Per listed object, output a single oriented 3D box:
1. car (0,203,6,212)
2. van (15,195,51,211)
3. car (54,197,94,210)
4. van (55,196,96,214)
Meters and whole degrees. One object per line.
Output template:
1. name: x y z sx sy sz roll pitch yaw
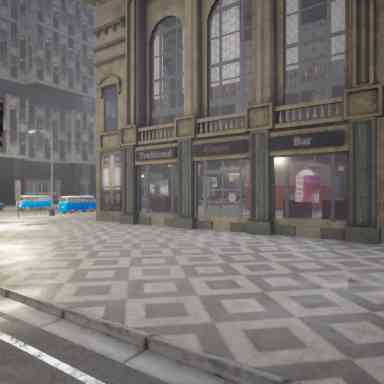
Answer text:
1. car: -21.822 1.513 34.529 2.008 1.369 4.403 0 0 36
2. van: -18.550 1.292 39.097 1.690 1.788 3.998 0 0 36
3. car: -15.378 1.466 43.526 1.752 1.417 4.829 0 0 36
4. van: -11.619 1.282 34.134 1.690 1.788 3.998 0 0 36
